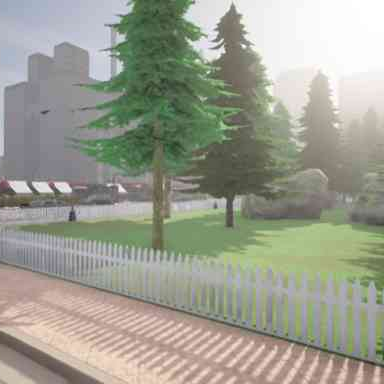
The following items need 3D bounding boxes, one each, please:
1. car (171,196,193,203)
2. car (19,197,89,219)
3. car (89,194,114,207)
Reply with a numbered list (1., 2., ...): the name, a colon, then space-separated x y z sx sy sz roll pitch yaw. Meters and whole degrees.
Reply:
1. car: -1.784 1.223 59.335 2.128 1.511 4.902 1 0 34
2. car: -11.161 1.296 26.624 2.128 1.511 4.902 1 0 35
3. car: -12.503 1.069 43.643 2.097 1.767 4.553 1 0 34
